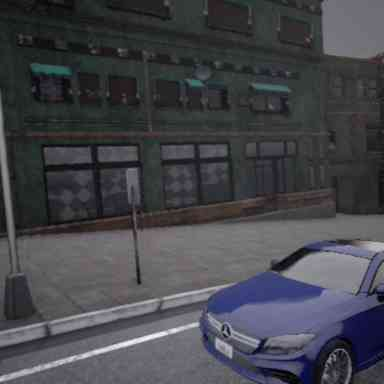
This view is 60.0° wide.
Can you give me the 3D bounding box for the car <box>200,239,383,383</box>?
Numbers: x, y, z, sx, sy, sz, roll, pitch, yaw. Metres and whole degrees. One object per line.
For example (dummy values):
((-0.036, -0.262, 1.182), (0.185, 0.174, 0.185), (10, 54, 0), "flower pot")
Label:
((2.318, 1.500, 5.030), (4.674, 1.442, 1.812), (0, 0, -33), "car")
